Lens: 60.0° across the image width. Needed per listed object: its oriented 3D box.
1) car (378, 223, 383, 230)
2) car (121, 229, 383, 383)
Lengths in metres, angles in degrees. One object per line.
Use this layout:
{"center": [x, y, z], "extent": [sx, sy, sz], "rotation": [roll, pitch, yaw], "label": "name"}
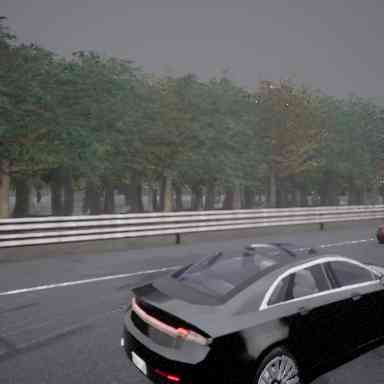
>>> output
{"center": [10.062, 1.611, 14.710], "extent": [4.181, 1.385, 1.994], "rotation": [0, 0, -33], "label": "car"}
{"center": [1.462, 1.501, 4.737], "extent": [4.902, 1.511, 2.128], "rotation": [0, 0, -35], "label": "car"}
